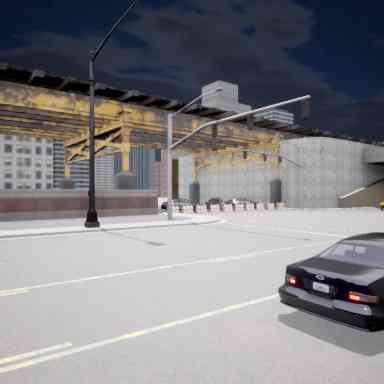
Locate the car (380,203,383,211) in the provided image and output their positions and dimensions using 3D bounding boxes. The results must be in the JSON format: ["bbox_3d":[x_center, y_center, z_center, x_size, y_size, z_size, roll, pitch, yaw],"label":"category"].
[{"bbox_3d":[23.880,1.477,39.010,5.008,1.535,1.882,0,0,-37],"label":"car"}]

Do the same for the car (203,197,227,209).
[{"bbox_3d":[2.831,1.295,40.545,1.853,1.218,4.536,0,0,18],"label":"car"}]

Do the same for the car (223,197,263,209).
[{"bbox_3d":[6.725,1.453,44.255,4.974,1.542,2.038,0,0,-7],"label":"car"}]

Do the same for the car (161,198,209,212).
[{"bbox_3d":[-0.930,1.453,37.810,4.974,1.542,2.038,0,0,8],"label":"car"}]

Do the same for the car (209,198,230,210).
[{"bbox_3d":[2.815,1.453,40.495,2.038,1.542,4.974,0,0,18],"label":"car"}]

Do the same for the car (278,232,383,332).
[{"bbox_3d":[4.079,1.547,6.688,5.357,1.411,2.033,0,0,-35],"label":"car"}]

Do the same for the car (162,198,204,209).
[{"bbox_3d":[-0.981,1.295,37.817,4.536,1.218,1.853,0,0,8],"label":"car"}]

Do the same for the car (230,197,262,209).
[{"bbox_3d":[6.674,1.295,44.249,4.536,1.218,1.853,0,0,-7],"label":"car"}]
